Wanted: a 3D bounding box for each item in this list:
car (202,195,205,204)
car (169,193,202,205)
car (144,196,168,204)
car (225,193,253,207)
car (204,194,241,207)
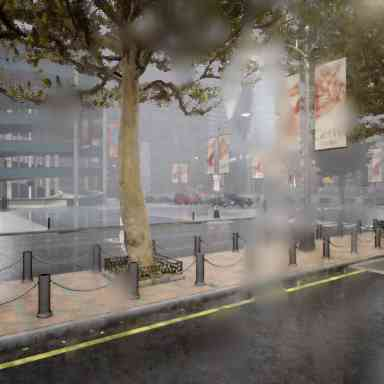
[{"bbox_3d":[1.486,1.352,60.933,2.097,1.767,4.553,0,0,-37],"label":"car"},{"bbox_3d":[-1.175,1.221,58.707,2.150,2.045,5.566,0,0,-36],"label":"car"},{"bbox_3d":[-7.692,1.505,66.427,4.892,1.490,1.837,0,0,43],"label":"car"},{"bbox_3d":[7.184,1.221,53.067,2.150,2.045,5.566,0,0,-36],"label":"car"},{"bbox_3d":[4.572,1.491,50.696,2.128,1.511,4.902,0,0,-35],"label":"car"}]
